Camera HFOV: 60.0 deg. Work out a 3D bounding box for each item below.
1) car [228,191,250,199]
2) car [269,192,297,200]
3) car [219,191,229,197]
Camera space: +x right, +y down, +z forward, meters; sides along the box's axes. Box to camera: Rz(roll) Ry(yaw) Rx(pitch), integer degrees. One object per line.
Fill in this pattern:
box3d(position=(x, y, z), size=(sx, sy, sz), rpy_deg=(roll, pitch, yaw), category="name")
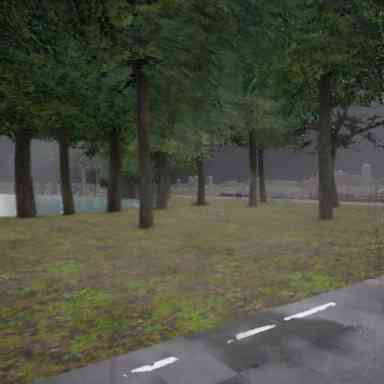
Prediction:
box3d(position=(10.242, 0.645, 68.456), size=(1.895, 1.301, 4.718), rpy_deg=(-1, 1, -36), category="car")
box3d(position=(17.310, 0.791, 63.369), size=(2.033, 1.411, 5.357), rpy_deg=(-1, 2, -36), category="car")
box3d(position=(8.045, 0.452, 76.194), size=(1.812, 1.442, 4.674), rpy_deg=(-1, 1, -36), category="car")
